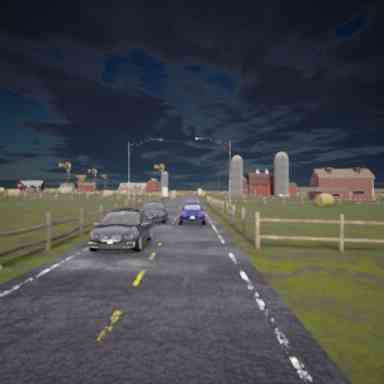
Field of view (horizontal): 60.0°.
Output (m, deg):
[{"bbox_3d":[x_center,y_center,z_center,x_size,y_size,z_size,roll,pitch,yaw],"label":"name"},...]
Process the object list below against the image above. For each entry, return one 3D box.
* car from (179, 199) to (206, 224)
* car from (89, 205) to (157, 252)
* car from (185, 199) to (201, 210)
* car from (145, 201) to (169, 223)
[{"bbox_3d":[0.051,1.488,24.046,1.812,1.442,4.674,0,0,1],"label":"car"},{"bbox_3d":[-2.782,1.484,13.808,1.837,1.490,4.892,0,0,1],"label":"car"},{"bbox_3d":[0.100,1.537,41.960,1.895,1.301,4.718,0,0,0],"label":"car"},{"bbox_3d":[-2.742,1.466,24.817,1.837,1.490,4.892,0,0,0],"label":"car"}]
